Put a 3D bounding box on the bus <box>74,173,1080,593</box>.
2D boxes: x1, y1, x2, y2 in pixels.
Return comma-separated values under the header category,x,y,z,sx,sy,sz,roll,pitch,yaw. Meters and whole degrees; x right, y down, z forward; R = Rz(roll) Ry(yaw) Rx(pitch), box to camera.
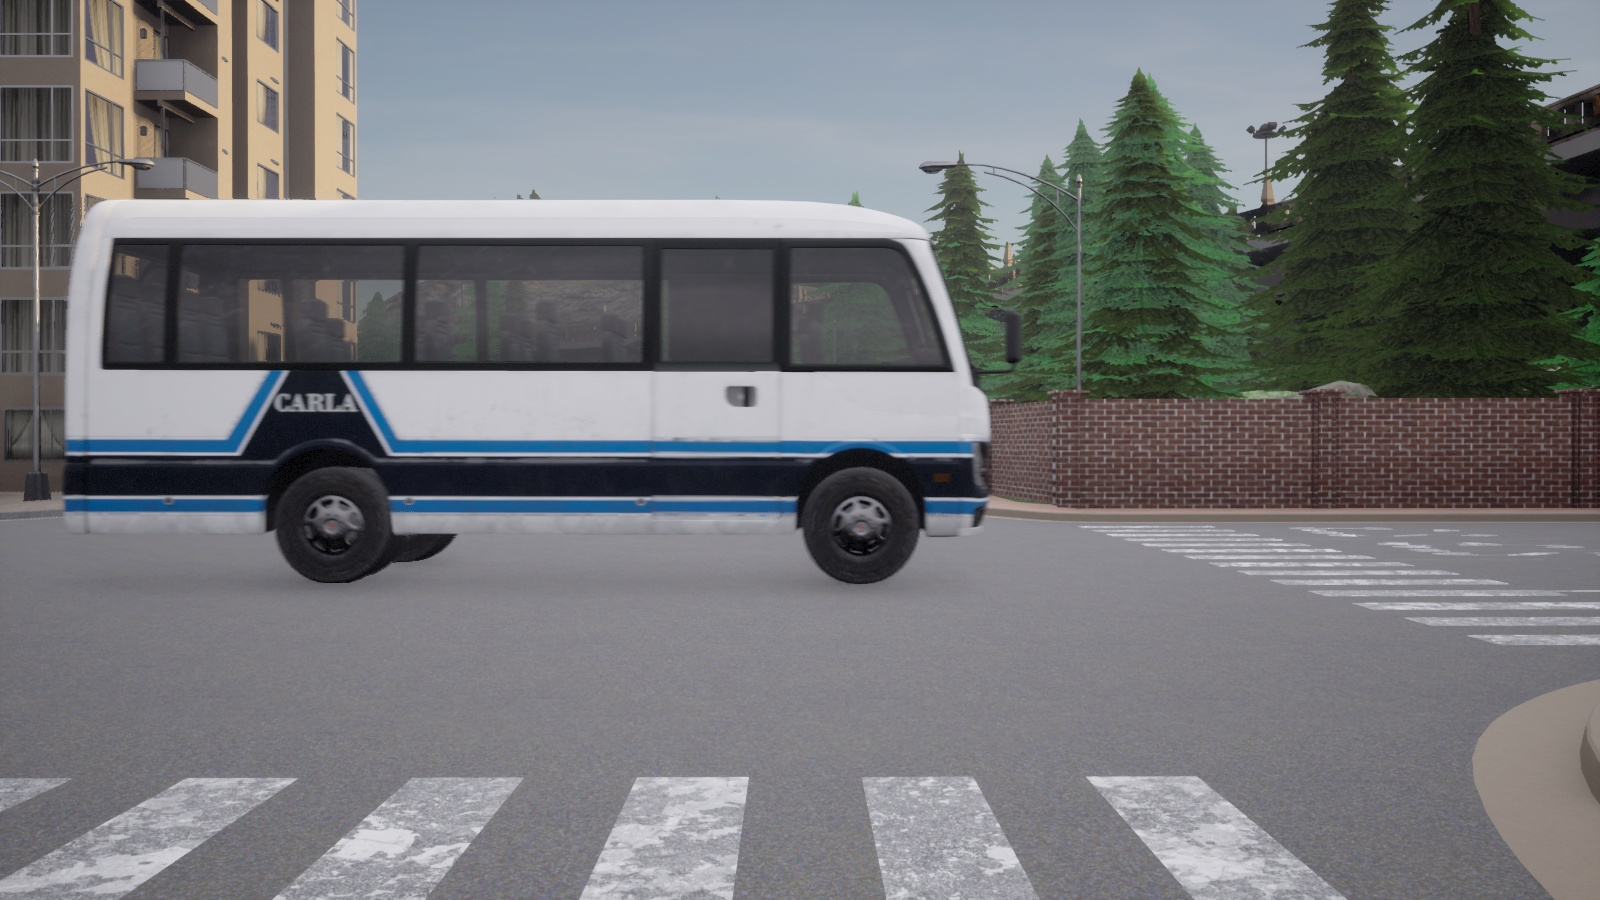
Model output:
category,x,y,z,sx,sy,sz,roll,pitch,yaw
bus,-2.287,-0.700,14.811,10.273,4.253,3.944,0,0,0
